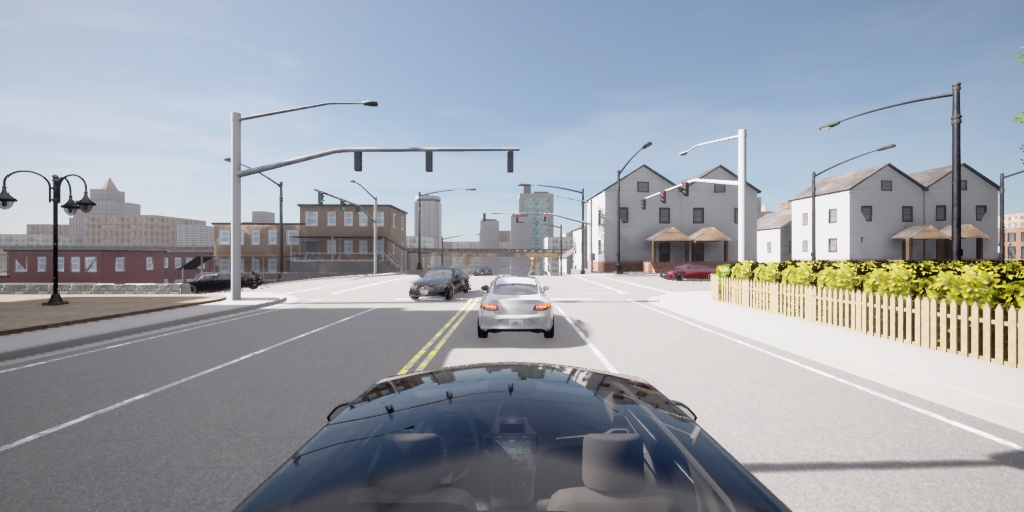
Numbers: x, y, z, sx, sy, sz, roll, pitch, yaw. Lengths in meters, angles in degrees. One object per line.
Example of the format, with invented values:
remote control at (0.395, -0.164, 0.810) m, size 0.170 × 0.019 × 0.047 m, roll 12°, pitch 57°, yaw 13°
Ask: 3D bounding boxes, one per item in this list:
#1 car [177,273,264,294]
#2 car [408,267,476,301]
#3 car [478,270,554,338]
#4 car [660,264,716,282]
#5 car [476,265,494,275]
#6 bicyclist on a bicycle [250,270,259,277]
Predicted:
car at (-19.972, 1.845, 24.729) m, size 4.718 × 1.301 × 1.895 m, roll -4°, pitch 0°, yaw -1°
car at (-3.371, 1.272, 17.503) m, size 1.812 × 1.442 × 4.674 m, roll -1°, pitch 0°, yaw 9°
car at (0.103, 1.276, 10.034) m, size 1.812 × 1.442 × 4.674 m, roll 0°, pitch 0°, yaw 0°
car at (14.201, 1.314, 28.809) m, size 4.181 × 1.385 × 1.994 m, roll 0°, pitch 0°, yaw -1°
car at (-3.512, 2.162, 45.275) m, size 2.150 × 2.045 × 5.566 m, roll 0°, pitch -9°, yaw 0°
bicyclist on a bicycle at (-25.562, 2.214, 35.616) m, size 0.582 × 1.620 × 1.656 m, roll -8°, pitch 0°, yaw 0°
